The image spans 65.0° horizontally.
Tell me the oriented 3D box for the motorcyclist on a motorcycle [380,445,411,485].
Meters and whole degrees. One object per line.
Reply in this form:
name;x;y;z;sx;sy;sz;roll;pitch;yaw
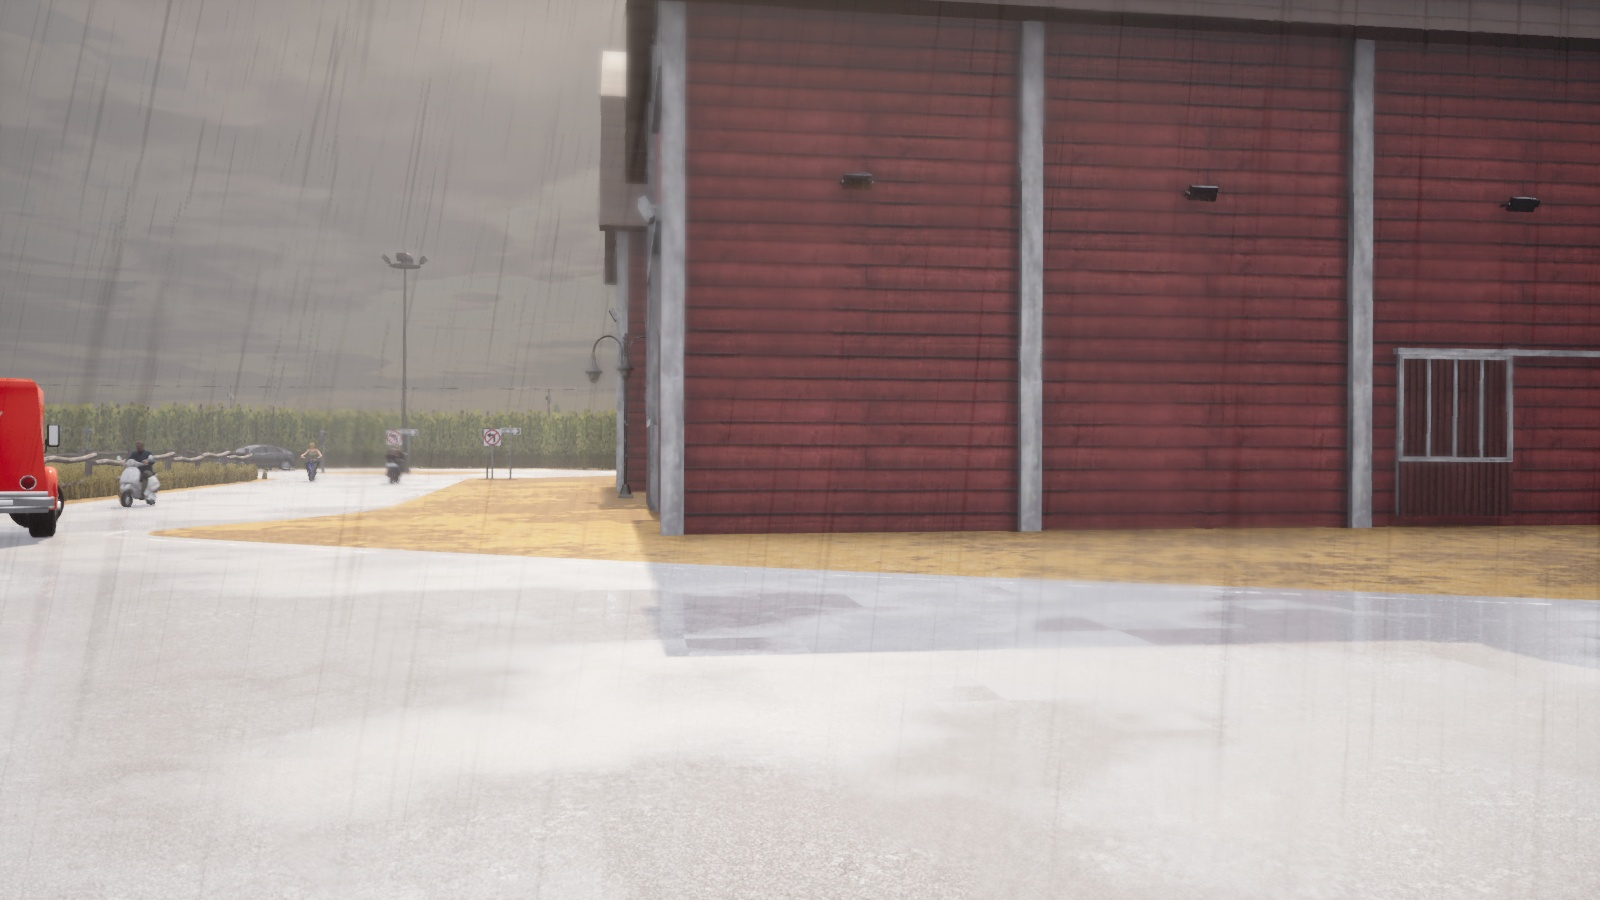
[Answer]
motorcyclist on a motorcycle;-15.835;0.585;49.210;0.866;1.530;2.191;0;0;-11

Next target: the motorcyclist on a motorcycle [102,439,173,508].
motorcyclist on a motorcycle;-15.926;0.547;30.239;0.866;1.590;1.817;0;0;-4

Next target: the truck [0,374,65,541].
truck;-13.574;0.126;20.514;2.627;2.467;5.204;0;-1;-30

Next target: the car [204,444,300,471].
car;-31.244;0.417;71.748;1.837;1.490;4.892;0;0;31
